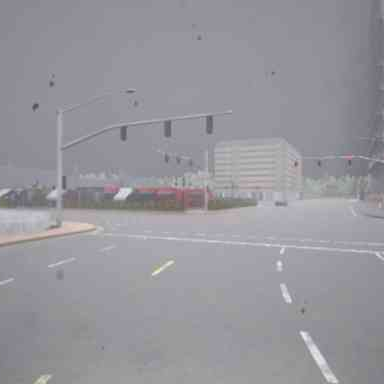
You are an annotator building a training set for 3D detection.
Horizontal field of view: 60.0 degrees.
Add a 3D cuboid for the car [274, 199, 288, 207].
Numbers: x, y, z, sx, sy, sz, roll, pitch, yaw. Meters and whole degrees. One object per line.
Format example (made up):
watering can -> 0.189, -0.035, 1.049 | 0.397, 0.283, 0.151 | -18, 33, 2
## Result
car -> 17.322, 2.114, 64.581 | 1.882, 1.535, 5.008 | 0, -1, 25
